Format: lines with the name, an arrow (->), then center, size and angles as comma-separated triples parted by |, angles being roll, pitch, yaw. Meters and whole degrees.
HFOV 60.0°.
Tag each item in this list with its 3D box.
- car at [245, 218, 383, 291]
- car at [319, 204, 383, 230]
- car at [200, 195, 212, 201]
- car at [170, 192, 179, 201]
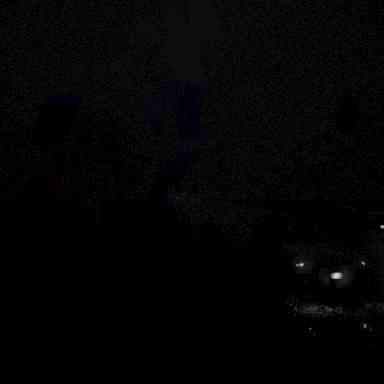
car -> 2.819, 1.562, 8.947 | 1.994, 1.385, 4.181 | 0, 0, -6
car -> 8.805, 1.423, 18.255 | 2.128, 1.511, 4.902 | 0, 0, -6
car -> 2.869, 1.289, 70.347 | 1.895, 1.301, 4.718 | 0, 0, -6
car -> -3.898, 1.202, 73.295 | 1.837, 1.490, 4.892 | 0, 0, 0
